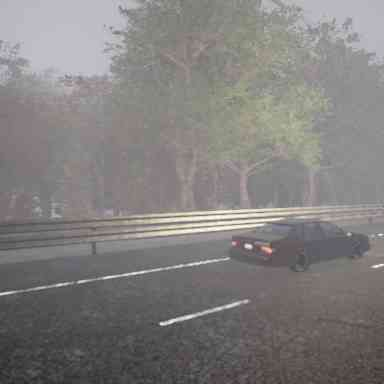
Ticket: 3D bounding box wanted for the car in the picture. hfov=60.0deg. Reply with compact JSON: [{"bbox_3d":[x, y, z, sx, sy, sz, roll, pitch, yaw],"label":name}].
[{"bbox_3d":[3.592,1.551,10.662,5.357,1.411,2.033,0,0,-36],"label":"car"}]
